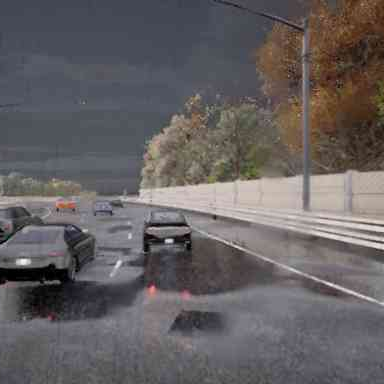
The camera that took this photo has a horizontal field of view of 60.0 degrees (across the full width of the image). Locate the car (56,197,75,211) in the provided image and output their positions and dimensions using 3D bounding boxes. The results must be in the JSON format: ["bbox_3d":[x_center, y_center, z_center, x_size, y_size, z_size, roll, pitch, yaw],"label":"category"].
[{"bbox_3d":[-15.824,1.435,41.500,2.097,1.767,4.553,0,0,-23],"label":"car"}]

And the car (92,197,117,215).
[{"bbox_3d":[-9.279,1.597,34.386,2.033,1.411,5.357,0,0,-18],"label":"car"}]

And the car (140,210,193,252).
[{"bbox_3d":[-1.122,1.498,14.041,2.128,1.511,4.902,0,0,-8],"label":"car"}]

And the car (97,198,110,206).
[{"bbox_3d":[-15.764,1.684,59.384,1.895,1.301,4.718,0,0,-19],"label":"car"}]

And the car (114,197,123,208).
[{"bbox_3d":[-11.541,1.567,49.250,1.837,1.490,4.892,0,0,-24],"label":"car"}]

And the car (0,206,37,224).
[{"bbox_3d":[-8.217,1.395,14.818,2.097,1.767,4.553,0,0,-8],"label":"car"}]

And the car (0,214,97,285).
[{"bbox_3d":[-4.067,1.585,9.659,1.994,1.385,4.181,0,0,-5],"label":"car"}]
